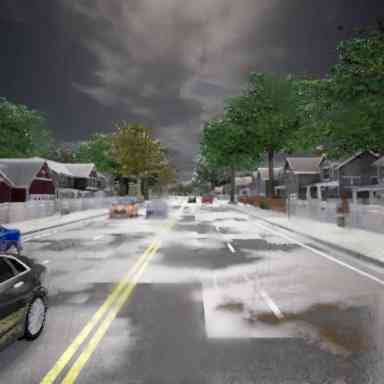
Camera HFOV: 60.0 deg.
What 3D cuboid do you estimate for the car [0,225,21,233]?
[{"bbox_3d":[-6.577,1.546,9.013,1.882,1.535,5.008,0,-1,0],"label":"car"}]

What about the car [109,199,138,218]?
[{"bbox_3d":[-6.486,1.531,31.946,2.097,1.767,4.553,0,0,0],"label":"car"}]

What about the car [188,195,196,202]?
[{"bbox_3d":[0.033,1.586,83.179,1.882,1.535,5.008,0,0,0],"label":"car"}]

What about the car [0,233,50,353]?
[{"bbox_3d":[-3.340,1.541,3.839,1.837,1.490,4.892,0,-1,0],"label":"car"}]

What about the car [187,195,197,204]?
[{"bbox_3d":[0.029,1.729,72.791,1.882,1.535,5.008,0,0,0],"label":"car"}]

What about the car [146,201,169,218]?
[{"bbox_3d":[-3.237,1.655,31.862,1.882,1.535,5.008,0,0,0],"label":"car"}]

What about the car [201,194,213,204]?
[{"bbox_3d":[3.278,1.475,72.467,2.150,2.045,5.566,0,0,0],"label":"car"}]

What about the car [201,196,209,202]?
[{"bbox_3d":[3.283,1.632,83.177,1.812,1.442,4.674,0,0,0],"label":"car"}]
